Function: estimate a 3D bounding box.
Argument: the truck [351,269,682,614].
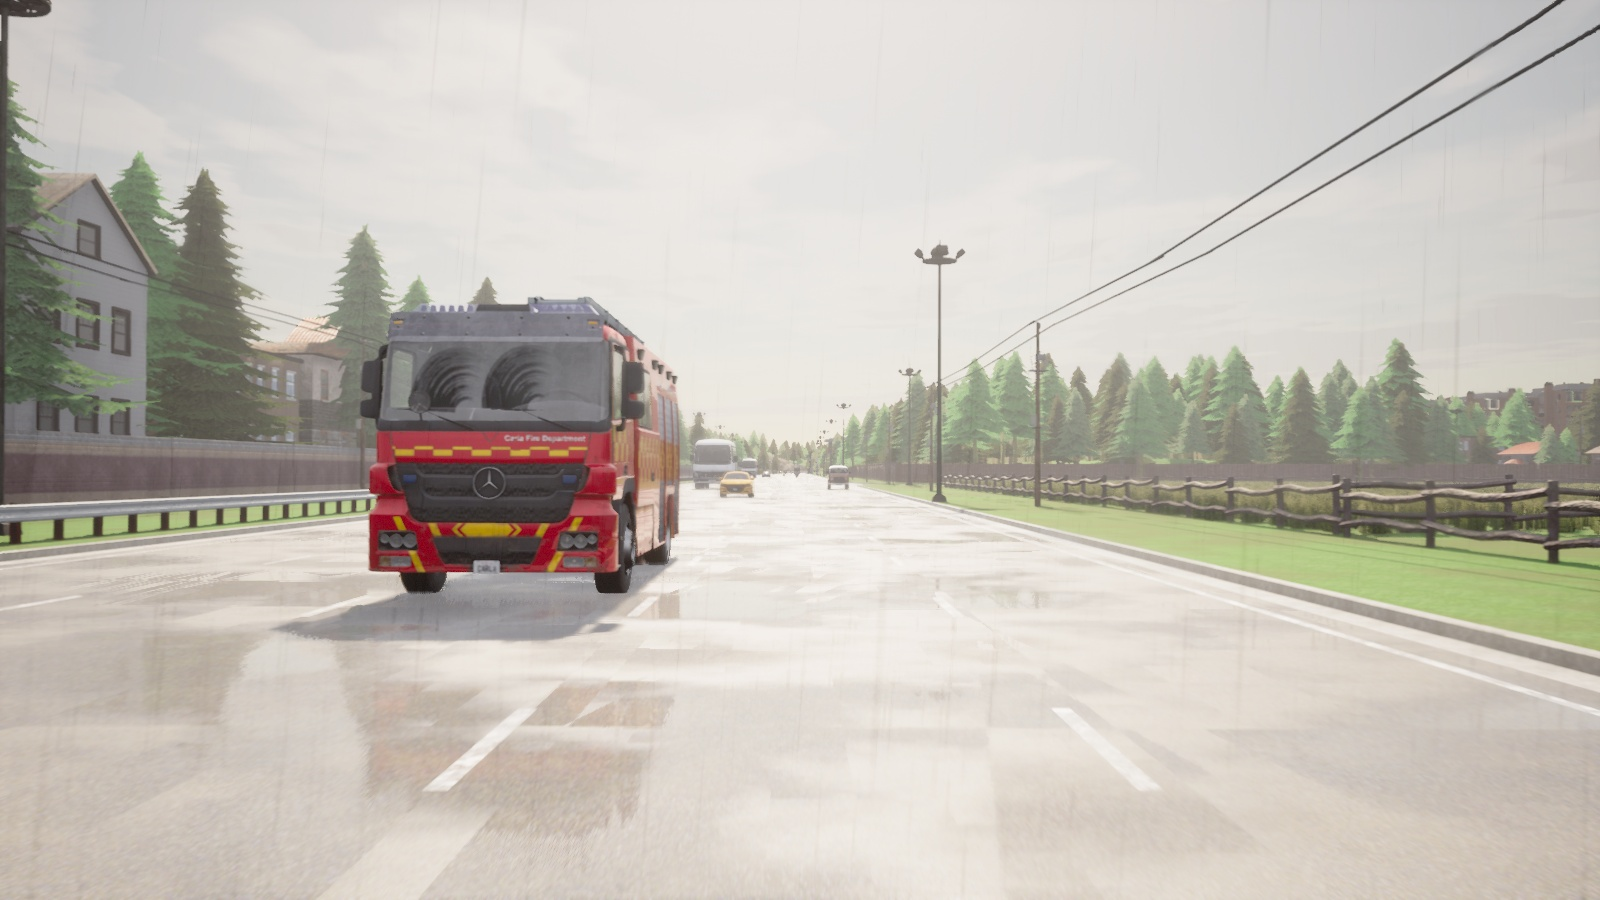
[{"bbox_3d":[-3.549,-0.031,18.195,2.891,3.827,8.468,0,-1,0],"label":"truck"}]

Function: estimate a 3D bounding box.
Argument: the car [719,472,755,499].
[{"bbox_3d":[-3.678,2.047,74.100,1.882,1.535,5.008,0,-1,0],"label":"car"}]
